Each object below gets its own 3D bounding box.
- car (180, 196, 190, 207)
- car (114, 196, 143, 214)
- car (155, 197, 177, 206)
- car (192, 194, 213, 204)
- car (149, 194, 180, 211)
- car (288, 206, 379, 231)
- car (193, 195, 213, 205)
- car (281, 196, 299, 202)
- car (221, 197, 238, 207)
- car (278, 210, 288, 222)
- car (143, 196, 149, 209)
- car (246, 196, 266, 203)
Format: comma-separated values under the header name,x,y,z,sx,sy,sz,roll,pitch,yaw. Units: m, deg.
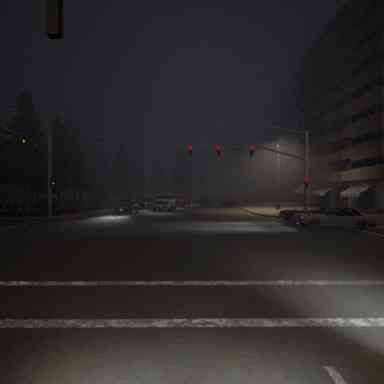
name,x,y,z,sx,sy,sz,roll,pitch,yaw
car,-1.813,1.352,50.398,2.097,1.767,4.553,0,0,16
car,-6.921,1.492,35.286,2.128,1.511,4.902,0,0,2
car,-4.219,1.526,54.367,1.812,1.442,4.674,0,0,20
car,2.115,1.351,66.395,2.097,1.767,4.553,0,0,37
car,-3.272,1.221,40.398,2.150,2.045,5.566,0,0,6
car,8.729,1.629,20.524,4.718,1.301,1.895,1,0,0
car,2.071,1.492,59.867,2.128,1.511,4.902,0,0,30
car,21.938,1.525,73.634,4.902,1.511,2.128,0,0,-22
car,5.687,1.477,50.810,1.882,1.535,5.008,0,0,18
car,8.742,1.632,24.025,4.718,1.301,1.895,1,0,0
car,-6.370,1.352,44.371,2.097,1.767,4.553,0,0,7
car,13.142,1.478,68.108,5.008,1.535,1.882,0,0,-41
